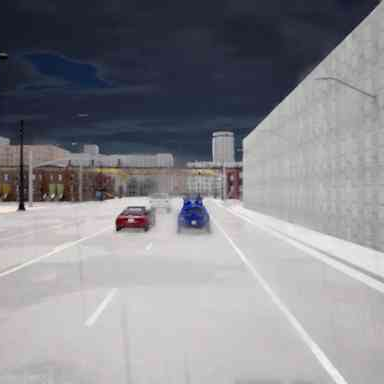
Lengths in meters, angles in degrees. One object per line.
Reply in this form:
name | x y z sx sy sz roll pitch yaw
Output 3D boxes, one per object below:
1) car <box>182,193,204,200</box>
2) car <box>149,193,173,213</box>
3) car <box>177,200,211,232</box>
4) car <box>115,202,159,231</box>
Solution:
car | 0.107 1.194 36.641 2.150 2.045 5.566 0 -1 0
car | -3.392 1.195 36.524 2.150 2.045 5.566 0 -1 0
car | 0.105 1.467 19.970 1.882 1.535 5.008 0 0 0
car | -3.395 1.553 20.594 1.994 1.385 4.181 0 0 0
